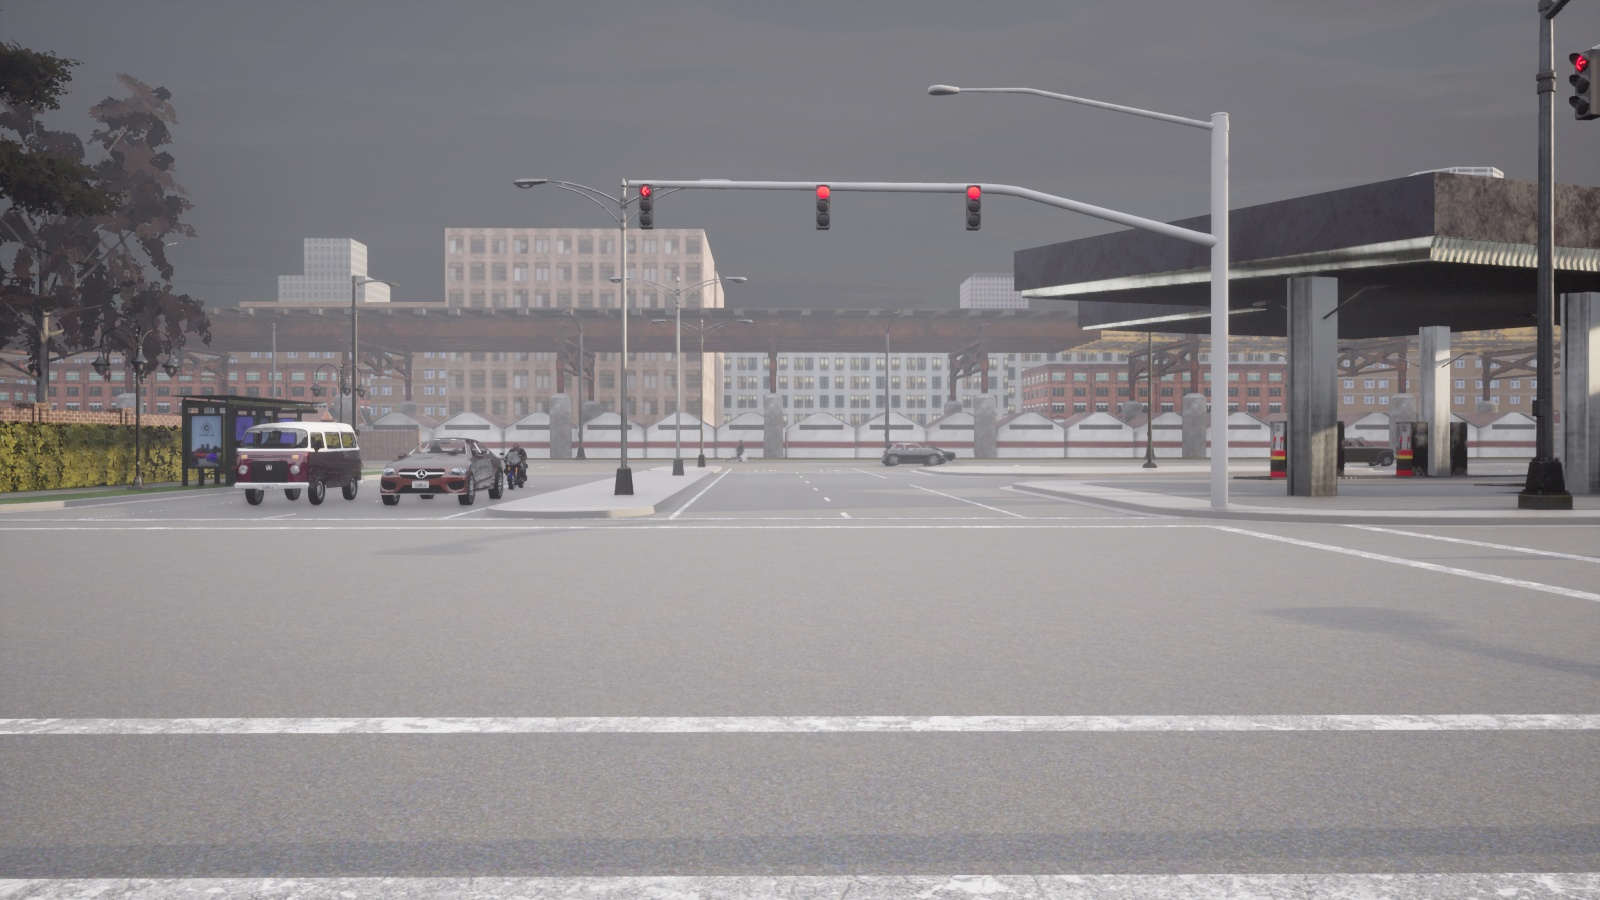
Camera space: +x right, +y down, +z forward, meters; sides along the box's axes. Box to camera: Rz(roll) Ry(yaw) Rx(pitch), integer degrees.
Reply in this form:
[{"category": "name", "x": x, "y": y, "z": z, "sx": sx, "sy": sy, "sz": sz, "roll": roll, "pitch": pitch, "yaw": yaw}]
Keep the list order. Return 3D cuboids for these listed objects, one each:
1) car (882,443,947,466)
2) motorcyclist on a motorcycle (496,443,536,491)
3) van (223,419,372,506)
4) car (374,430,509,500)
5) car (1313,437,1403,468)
[{"category": "car", "x": 7.168, "y": 0.272, "z": 78.873, "sx": 3.806, "sy": 1.475, "sz": 1.970, "roll": 0, "pitch": 0, "yaw": -6}, {"category": "motorcyclist on a motorcycle", "x": -9.259, "y": 0.543, "z": 41.008, "sx": 0.866, "sy": 1.530, "sz": 2.191, "roll": 0, "pitch": 0, "yaw": -2}, {"category": "van", "x": -12.501, "y": 0.282, "z": 31.579, "sx": 2.069, "sy": 2.038, "sz": 4.480, "roll": 0, "pitch": 0, "yaw": -2}, {"category": "car", "x": -9.015, "y": 0.337, "z": 32.078, "sx": 2.152, "sy": 1.651, "sz": 5.027, "roll": 0, "pitch": 0, "yaw": -2}, {"category": "car", "x": 33.774, "y": 0.161, "z": 76.076, "sx": 4.605, "sy": 1.855, "sz": 1.932, "roll": 0, "pitch": 0, "yaw": -1}]
